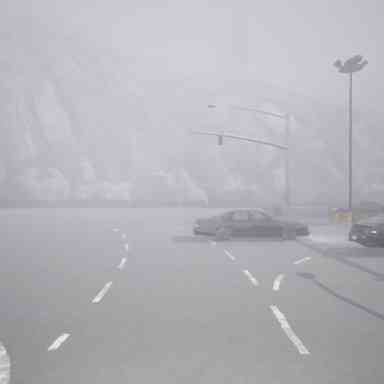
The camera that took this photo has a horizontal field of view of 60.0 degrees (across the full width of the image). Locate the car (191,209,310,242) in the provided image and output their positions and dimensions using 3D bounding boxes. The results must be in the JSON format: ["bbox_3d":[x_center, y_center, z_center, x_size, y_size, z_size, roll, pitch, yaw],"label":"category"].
[{"bbox_3d":[2.641,1.515,15.634,5.357,1.411,2.033,0,0,-3],"label":"car"}]

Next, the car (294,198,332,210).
[{"bbox_3d":[15.308,1.461,41.021,5.357,1.411,2.033,0,0,-3],"label":"car"}]

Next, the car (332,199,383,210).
[{"bbox_3d":[15.597,1.500,30.522,4.181,1.385,1.994,0,0,-3],"label":"car"}]

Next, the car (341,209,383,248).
[{"bbox_3d":[8.293,1.500,12.421,4.674,1.442,1.812,0,0,-3],"label":"car"}]
